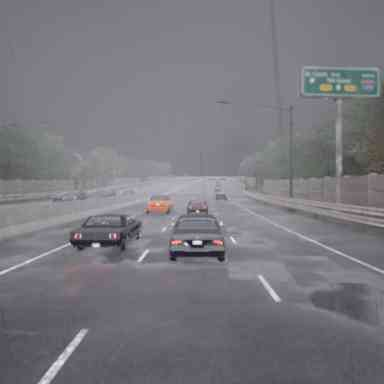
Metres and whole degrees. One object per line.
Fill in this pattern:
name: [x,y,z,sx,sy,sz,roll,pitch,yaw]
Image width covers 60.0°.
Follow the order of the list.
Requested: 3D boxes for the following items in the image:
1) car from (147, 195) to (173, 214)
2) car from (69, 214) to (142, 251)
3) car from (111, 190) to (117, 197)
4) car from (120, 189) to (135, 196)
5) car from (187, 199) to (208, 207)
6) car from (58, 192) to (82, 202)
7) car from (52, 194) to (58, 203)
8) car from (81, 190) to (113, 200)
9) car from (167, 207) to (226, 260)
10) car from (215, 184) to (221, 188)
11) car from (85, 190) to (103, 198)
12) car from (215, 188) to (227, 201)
car: [-2.938,1.065,31.356,2.097,1.767,4.553,0,1,2]
car: [-3.297,1.539,13.751,1.895,1.301,4.718,0,0,1]
car: [-15.735,0.466,63.712,1.837,1.490,4.892,0,2,3]
car: [-12.239,0.323,63.538,2.097,1.767,4.553,0,2,3]
car: [0.539,1.326,30.674,1.895,1.301,4.718,0,1,2]
car: [-16.592,0.782,47.051,2.097,1.767,4.553,0,1,3]
car: [-19.888,0.802,51.578,1.882,1.535,5.008,0,1,3]
car: [-13.127,0.938,46.298,2.128,1.511,4.902,0,1,3]
car: [0.181,1.500,12.158,2.033,1.411,5.357,0,0,1]
car: [7.081,-0.704,90.415,1.882,1.535,5.008,0,3,4]
car: [-19.163,0.424,65.113,1.812,1.442,4.674,0,2,3]
car: [4.959,0.605,57.497,1.882,1.535,5.008,0,2,3]
